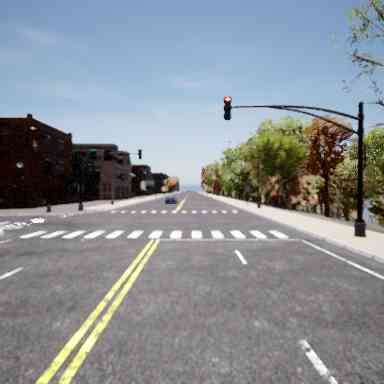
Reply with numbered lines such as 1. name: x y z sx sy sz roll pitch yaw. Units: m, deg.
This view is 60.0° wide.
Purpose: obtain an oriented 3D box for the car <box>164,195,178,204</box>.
1. car: -3.308 1.238 53.178 1.994 1.385 4.181 0 1 0
